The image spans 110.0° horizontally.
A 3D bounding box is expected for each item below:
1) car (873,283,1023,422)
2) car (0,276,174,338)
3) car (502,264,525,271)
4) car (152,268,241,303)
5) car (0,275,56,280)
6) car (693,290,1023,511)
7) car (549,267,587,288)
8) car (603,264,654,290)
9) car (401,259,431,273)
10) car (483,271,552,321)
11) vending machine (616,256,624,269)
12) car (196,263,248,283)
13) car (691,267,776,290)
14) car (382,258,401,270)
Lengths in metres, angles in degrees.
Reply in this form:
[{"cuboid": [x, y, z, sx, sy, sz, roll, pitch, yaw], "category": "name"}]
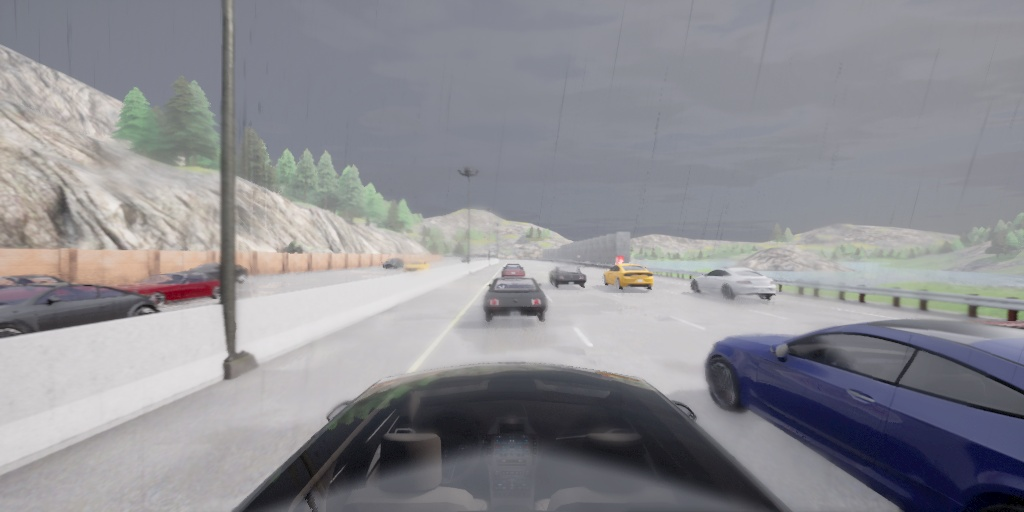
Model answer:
[{"cuboid": [7.101, 1.228, 3.619, 1.882, 1.535, 5.008, 0, 0, 0], "category": "car"}, {"cuboid": [-10.598, 1.315, 8.028, 1.994, 1.385, 4.181, 0, 0, 0], "category": "car"}, {"cuboid": [0.105, 1.317, 30.353, 1.994, 1.385, 4.181, 0, 0, 0], "category": "car"}, {"cuboid": [-14.099, 1.352, 14.859, 1.895, 1.301, 4.718, 0, 0, 0], "category": "car"}, {"cuboid": [-17.599, 1.352, 12.387, 1.895, 1.301, 4.718, 0, 0, 0], "category": "car"}, {"cuboid": [3.600, 1.276, 3.083, 1.812, 1.442, 4.674, 0, 0, 0], "category": "car"}, {"cuboid": [3.604, 1.353, 23.947, 1.895, 1.301, 4.718, 0, 0, 0], "category": "car"}, {"cuboid": [7.105, 1.229, 22.353, 1.882, 1.535, 5.008, 0, 0, 0], "category": "car"}, {"cuboid": [-10.582, 1.231, 40.440, 1.882, 1.535, 5.008, 0, 0, 0], "category": "car"}, {"cuboid": [0.102, 1.352, 12.421, 1.895, 1.301, 4.718, 0, 0, 0], "category": "car"}, {"cuboid": [15.506, 0.950, 51.428, 1.100, 2.100, 0.880, 0, 0, 0], "category": "vending machine"}, {"cuboid": [-21.096, 1.260, 25.415, 1.837, 1.490, 4.892, 0, -1, 0], "category": "car"}, {"cuboid": [10.603, 1.277, 17.465, 1.812, 1.442, 4.674, 0, 0, 0], "category": "car"}, {"cuboid": [-17.562, 1.108, 53.473, 2.097, 1.767, 4.553, 0, 0, 0], "category": "car"}]
